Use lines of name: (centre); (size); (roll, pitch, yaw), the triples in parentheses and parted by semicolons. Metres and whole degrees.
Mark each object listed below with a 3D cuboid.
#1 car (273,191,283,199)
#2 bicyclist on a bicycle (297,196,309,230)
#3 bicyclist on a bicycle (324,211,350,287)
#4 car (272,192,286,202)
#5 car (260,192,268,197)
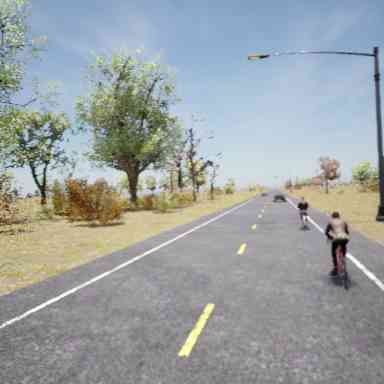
car: (18.415, 0.660, 71.366); (2.033, 1.411, 5.357); (-3, 0, 14)
bicyclist on a bicycle: (5.952, 1.093, 17.808); (0.659, 1.776, 1.843); (-3, 0, 14)
bicyclist on a bicycle: (3.461, 1.293, 7.876); (0.582, 1.620, 1.656); (-3, 0, 14)
car: (14.131, 0.833, 53.888); (1.837, 1.490, 4.892); (-3, 0, 14)
car: (19.764, 0.580, 91.108); (2.033, 1.411, 5.357); (-3, 0, 14)
